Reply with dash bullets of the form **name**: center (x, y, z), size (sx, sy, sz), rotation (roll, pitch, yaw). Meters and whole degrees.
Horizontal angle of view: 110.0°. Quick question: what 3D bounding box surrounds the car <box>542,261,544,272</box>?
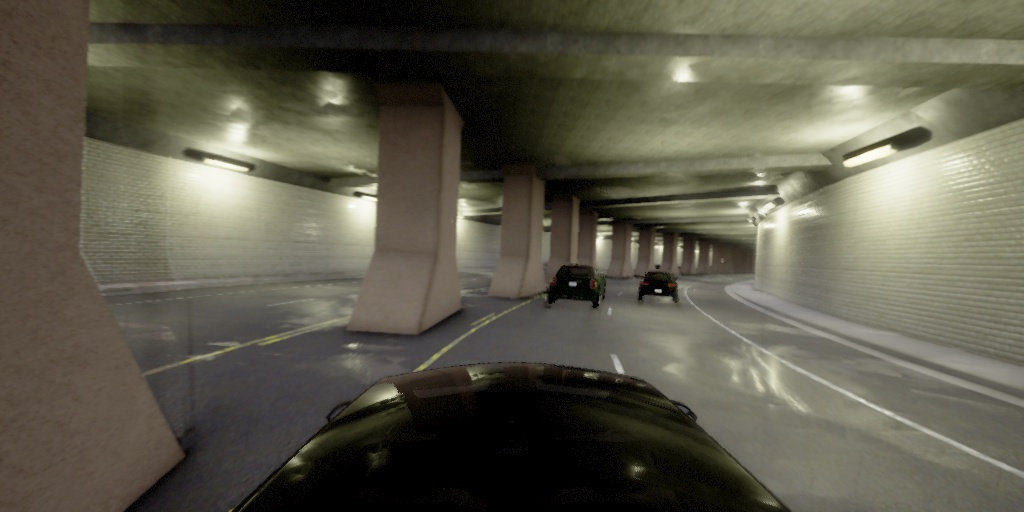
- **car**: center (3.487, 1.232, 34.677), size (1.812, 1.442, 4.674), rotation (3, 0, 31)

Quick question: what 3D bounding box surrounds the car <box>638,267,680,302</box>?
- **car**: center (7.763, 1.514, 19.131), size (1.812, 1.442, 4.674), rotation (3, 0, 21)

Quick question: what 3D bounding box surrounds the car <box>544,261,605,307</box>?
- **car**: center (3.075, 1.150, 16.302), size (2.097, 1.767, 4.553), rotation (3, 0, 18)
